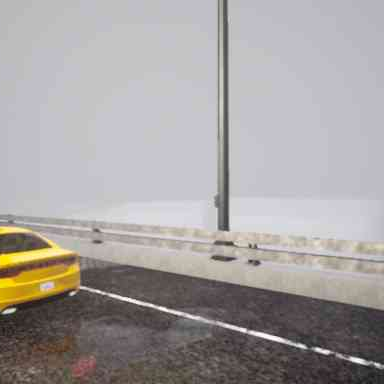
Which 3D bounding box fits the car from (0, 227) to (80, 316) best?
[{"bbox_3d":[-4.540,1.503,7.266,5.008,1.535,1.882,0,0,36],"label":"car"}]
